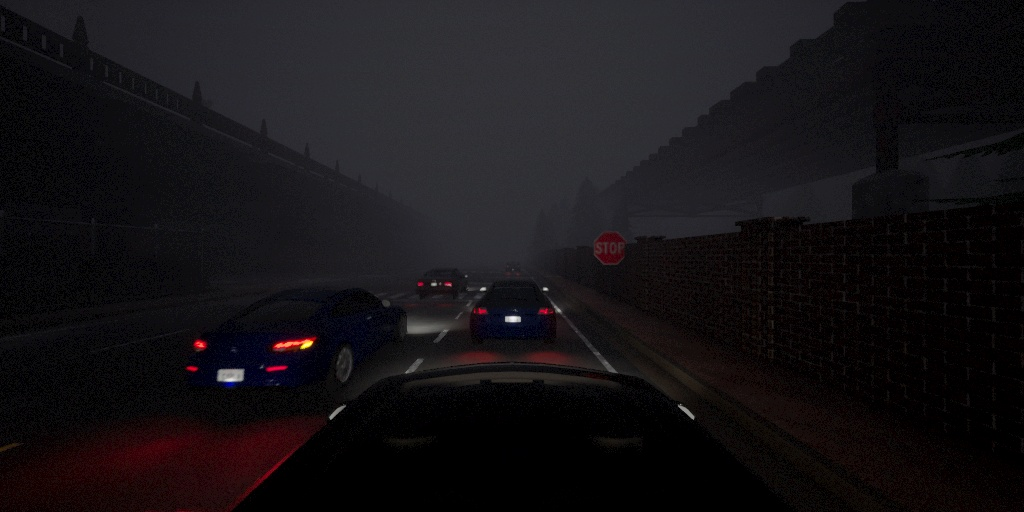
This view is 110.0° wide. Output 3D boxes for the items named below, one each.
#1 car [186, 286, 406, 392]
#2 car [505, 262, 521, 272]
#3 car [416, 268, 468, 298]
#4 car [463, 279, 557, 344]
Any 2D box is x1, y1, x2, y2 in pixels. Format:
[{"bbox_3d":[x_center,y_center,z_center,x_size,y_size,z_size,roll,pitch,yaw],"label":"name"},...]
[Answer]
[{"bbox_3d":[-3.410,1.276,6.644,1.812,1.442,4.674,0,0,0],"label":"car"},{"bbox_3d":[0.090,1.351,45.346,1.895,1.301,4.718,0,0,-1],"label":"car"},{"bbox_3d":[-3.415,1.297,18.269,2.033,1.411,5.357,0,0,0],"label":"car"},{"bbox_3d":[0.063,1.314,9.634,1.994,1.385,4.181,0,0,1],"label":"car"}]
